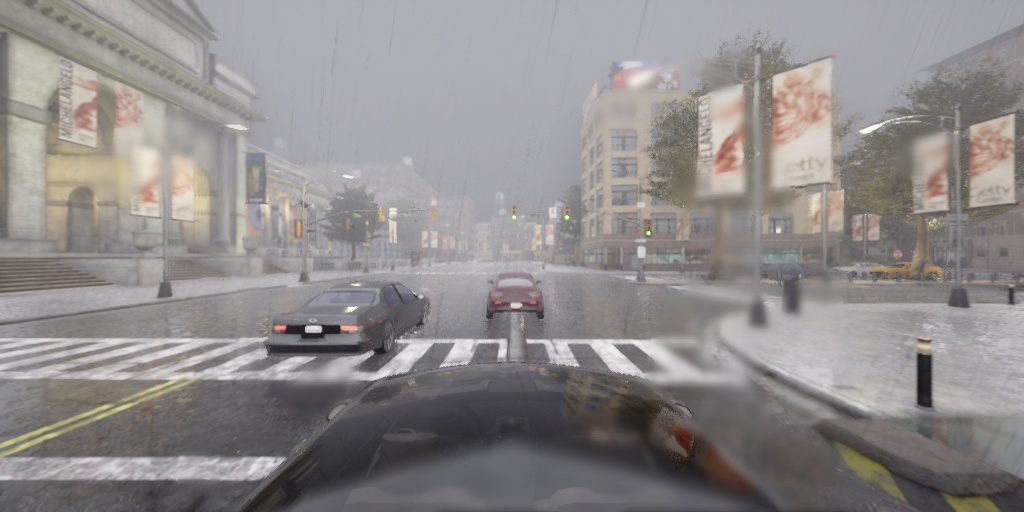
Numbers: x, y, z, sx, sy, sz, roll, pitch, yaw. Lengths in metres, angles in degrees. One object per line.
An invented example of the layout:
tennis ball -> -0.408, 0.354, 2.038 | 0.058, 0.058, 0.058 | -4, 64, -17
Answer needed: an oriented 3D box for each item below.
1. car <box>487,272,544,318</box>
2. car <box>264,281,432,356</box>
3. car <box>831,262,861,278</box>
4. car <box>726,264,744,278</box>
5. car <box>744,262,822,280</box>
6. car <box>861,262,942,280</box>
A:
car -> 0.100, 1.290, 12.866 | 1.812, 1.442, 4.674 | 0, 0, 0
car -> -3.397, 1.307, 8.652 | 2.033, 1.411, 5.357 | 0, 0, 0
car -> 32.979, 1.321, 33.917 | 4.674, 1.442, 1.812 | 0, 0, 0
car -> 22.933, 1.286, 33.896 | 4.902, 1.511, 2.128 | 0, 0, 0
car -> 23.198, 1.337, 30.408 | 5.357, 1.411, 2.033 | 0, 0, 0
car -> 33.226, 1.268, 30.415 | 5.008, 1.535, 1.882 | 0, 0, 0
